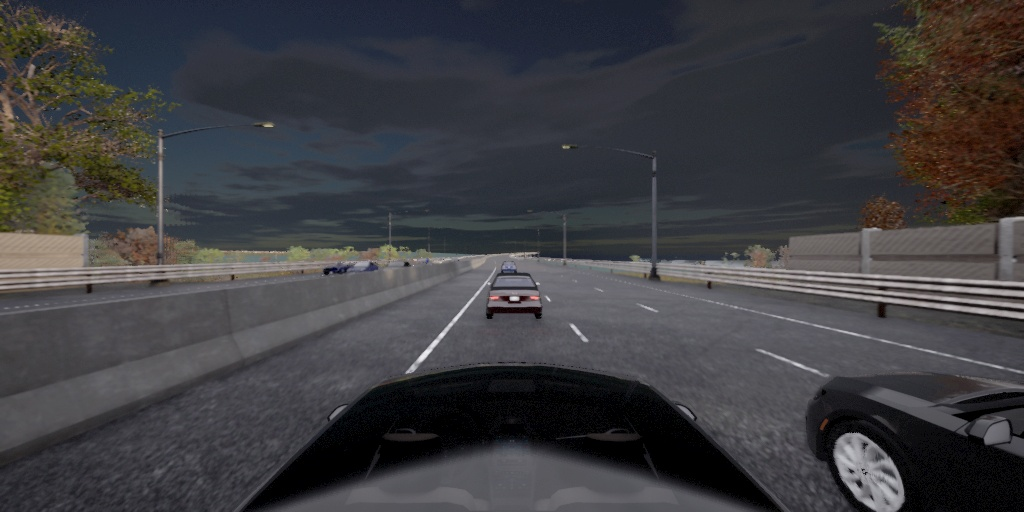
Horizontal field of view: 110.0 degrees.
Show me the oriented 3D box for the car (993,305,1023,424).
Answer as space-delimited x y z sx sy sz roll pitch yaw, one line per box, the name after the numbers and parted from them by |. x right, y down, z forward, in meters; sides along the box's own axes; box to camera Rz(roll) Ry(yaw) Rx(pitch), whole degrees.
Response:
7.091 1.312 2.450 1.994 1.385 4.181 0 0 0 | car

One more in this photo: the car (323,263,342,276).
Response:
-17.985 1.344 37.787 1.895 1.301 4.718 0 0 -1 | car

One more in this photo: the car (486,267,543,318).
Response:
0.054 1.296 13.018 2.033 1.411 5.357 0 0 0 | car

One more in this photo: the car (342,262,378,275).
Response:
-14.432 1.269 35.054 1.812 1.442 4.674 0 0 -1 | car

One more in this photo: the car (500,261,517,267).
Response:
-0.377 1.283 42.046 2.033 1.411 5.357 0 0 -1 | car

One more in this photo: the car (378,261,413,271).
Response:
-10.923 1.249 34.618 1.837 1.490 4.892 0 0 -1 | car

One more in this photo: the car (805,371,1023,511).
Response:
3.593 1.254 1.255 1.837 1.490 4.892 0 0 0 | car
